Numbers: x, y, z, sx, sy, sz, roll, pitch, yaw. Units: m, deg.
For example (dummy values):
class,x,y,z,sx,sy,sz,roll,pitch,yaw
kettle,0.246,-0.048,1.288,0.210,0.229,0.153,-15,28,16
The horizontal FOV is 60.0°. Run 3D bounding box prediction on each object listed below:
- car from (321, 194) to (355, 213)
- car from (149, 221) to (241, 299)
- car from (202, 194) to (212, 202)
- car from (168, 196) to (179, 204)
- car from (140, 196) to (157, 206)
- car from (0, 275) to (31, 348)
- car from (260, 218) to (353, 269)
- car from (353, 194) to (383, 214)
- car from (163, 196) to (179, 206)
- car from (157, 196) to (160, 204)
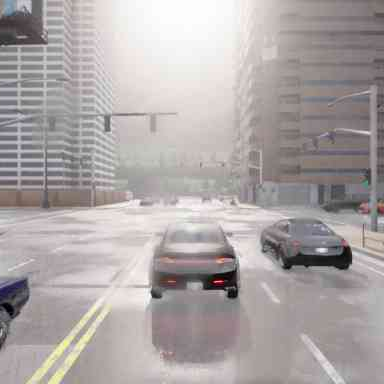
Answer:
class,x,y,z,sx,sy,sz,roll,pitch,yaw
car,17.152,1.221,36.516,5.566,2.045,2.150,0,0,0
car,0.055,1.491,8.462,2.128,1.511,4.902,0,0,0
car,3.406,1.355,76.835,2.097,1.767,4.553,0,0,0
car,-3.624,1.504,65.029,1.837,1.490,4.892,0,0,0
car,-7.161,1.525,53.298,1.812,1.442,4.674,0,0,1
car,-3.606,1.601,3.289,1.895,1.301,4.718,0,0,0
car,3.566,1.564,11.112,1.994,1.385,4.181,0,0,0
car,18.977,1.352,32.996,4.553,1.767,2.097,0,0,0
car,-3.656,1.491,55.092,2.128,1.511,4.902,0,0,0
car,-7.132,1.525,63.211,1.812,1.442,4.674,0,0,1
